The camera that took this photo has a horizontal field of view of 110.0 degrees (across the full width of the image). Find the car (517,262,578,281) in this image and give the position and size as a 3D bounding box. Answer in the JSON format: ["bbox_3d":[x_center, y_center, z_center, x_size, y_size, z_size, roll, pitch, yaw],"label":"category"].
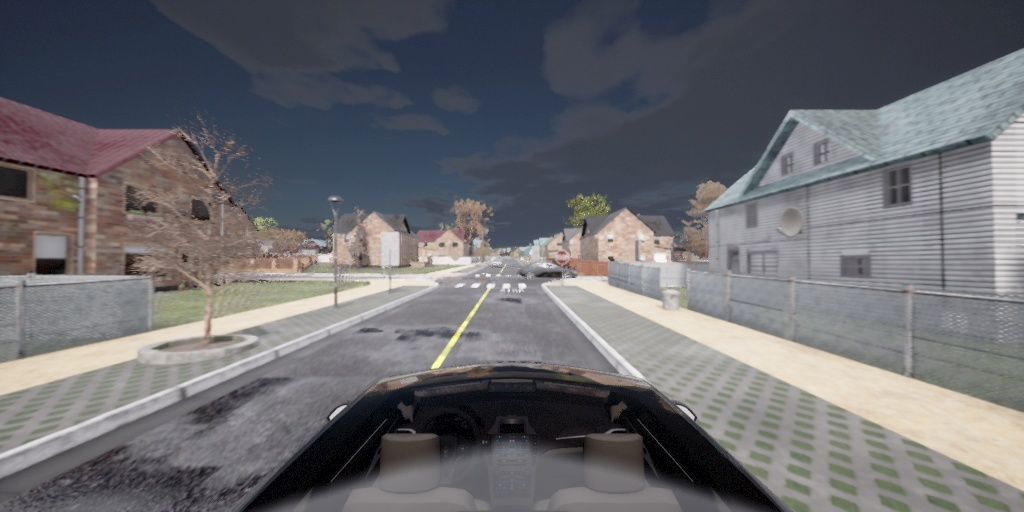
[{"bbox_3d":[2.827,1.239,28.836,4.902,1.511,2.128,1,-1,-1],"label":"car"}]

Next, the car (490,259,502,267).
[{"bbox_3d":[-2.773,1.232,64.300,1.812,1.442,4.674,0,0,0],"label":"car"}]
